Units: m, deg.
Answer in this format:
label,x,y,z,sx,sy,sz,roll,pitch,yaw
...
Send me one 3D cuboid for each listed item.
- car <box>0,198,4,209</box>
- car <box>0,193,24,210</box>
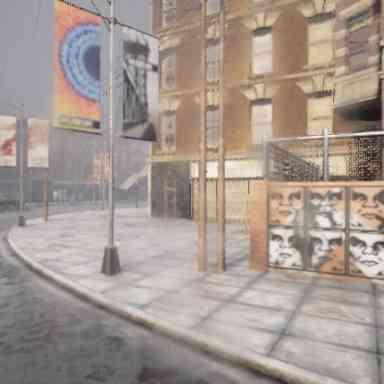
label,x,y,z,sx,sy,sz,roll,pitch,yaw
car,-25.778,1.435,40.295,2.033,1.411,5.357,0,0,15
car,-22.442,1.129,39.198,2.150,2.045,5.566,0,0,15
